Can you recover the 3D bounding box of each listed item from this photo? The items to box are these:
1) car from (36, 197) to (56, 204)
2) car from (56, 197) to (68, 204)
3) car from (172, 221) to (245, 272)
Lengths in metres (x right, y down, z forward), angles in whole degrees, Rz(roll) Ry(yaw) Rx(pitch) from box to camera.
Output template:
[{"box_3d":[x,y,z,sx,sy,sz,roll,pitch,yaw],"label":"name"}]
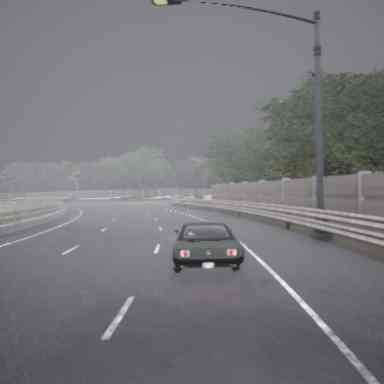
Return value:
[{"box_3d":[-35.126,2.225,79.905,1.994,1.385,4.181,-1,0,-43],"label":"car"},{"box_3d":[-32.514,2.095,82.230,1.882,1.535,5.008,-1,0,-43],"label":"car"},{"box_3d":[0.376,1.593,10.747,1.895,1.301,4.718,-1,0,-1],"label":"car"}]
